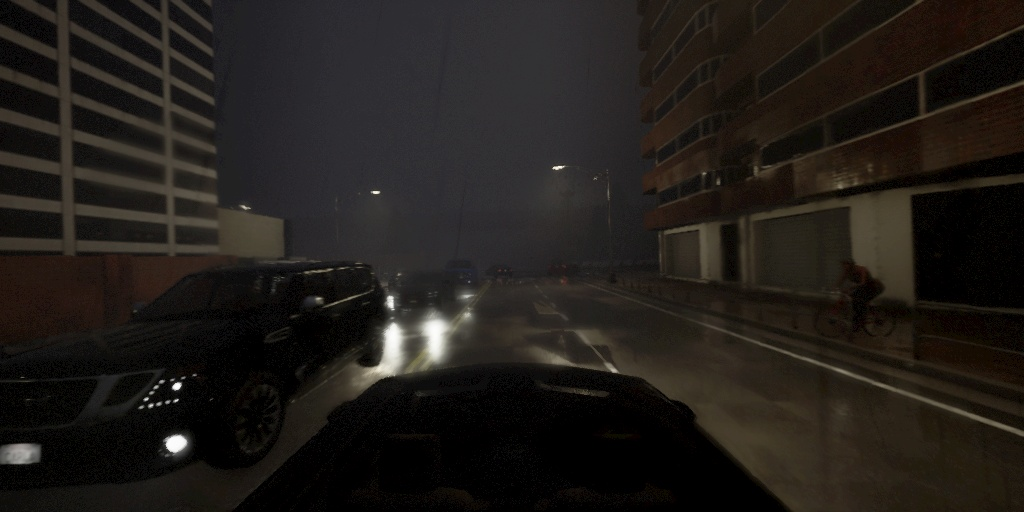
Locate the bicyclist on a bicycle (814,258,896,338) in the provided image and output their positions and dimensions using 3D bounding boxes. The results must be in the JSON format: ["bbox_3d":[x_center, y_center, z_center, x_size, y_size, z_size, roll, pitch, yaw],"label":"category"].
[{"bbox_3d":[6.895,0.861,7.207,1.656,1.620,0.582,0,0,0],"label":"bicyclist on a bicycle"}]

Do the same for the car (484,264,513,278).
[{"bbox_3d":[-1.487,1.543,38.500,2.033,1.411,5.357,-2,0,-19],"label":"car"}]

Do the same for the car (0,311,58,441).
[{"bbox_3d":[-7.119,1.509,2.436,1.837,1.490,4.892,-2,0,0],"label":"car"}]

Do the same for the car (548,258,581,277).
[{"bbox_3d":[5.380,1.102,36.736,2.097,1.767,4.553,-1,0,28],"label":"car"}]

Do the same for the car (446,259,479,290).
[{"bbox_3d":[-3.616,1.224,25.136,2.150,2.045,5.566,-2,0,0],"label":"car"}]

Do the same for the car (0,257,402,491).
[{"bbox_3d":[-3.646,1.120,5.399,2.150,2.045,5.566,-2,0,0],"label":"car"}]

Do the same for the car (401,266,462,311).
[{"bbox_3d":[-3.653,1.434,15.779,1.882,1.535,5.008,-2,0,0],"label":"car"}]
